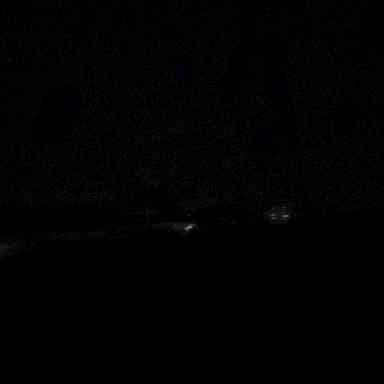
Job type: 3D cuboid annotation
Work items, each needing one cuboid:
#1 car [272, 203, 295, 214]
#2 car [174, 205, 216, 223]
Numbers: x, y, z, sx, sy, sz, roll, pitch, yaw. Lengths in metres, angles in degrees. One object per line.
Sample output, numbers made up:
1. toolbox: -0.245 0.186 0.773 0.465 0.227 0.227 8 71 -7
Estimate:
1. car: 13.463 2.346 49.026 2.097 1.767 4.553 -1 -2 35
2. car: 0.326 1.962 30.528 1.882 1.535 5.008 -1 -2 35
